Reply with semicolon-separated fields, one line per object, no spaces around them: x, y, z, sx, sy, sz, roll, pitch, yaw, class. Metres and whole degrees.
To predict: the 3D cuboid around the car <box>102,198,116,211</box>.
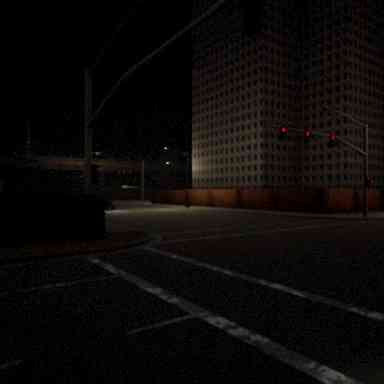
-10.954;1.505;40.728;1.812;1.442;4.674;0;0;-35;car
